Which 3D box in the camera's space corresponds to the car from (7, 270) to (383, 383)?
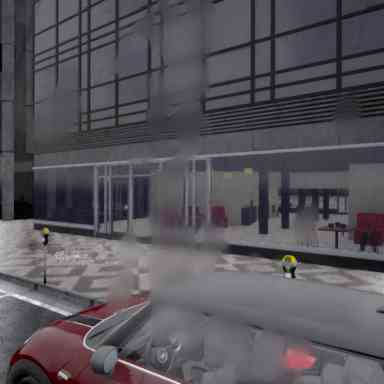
[{"bbox_3d":[0.196,1.440,2.820,4.097,1.590,1.967,0,0,36],"label":"car"}]
